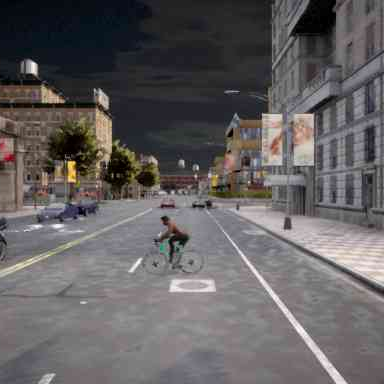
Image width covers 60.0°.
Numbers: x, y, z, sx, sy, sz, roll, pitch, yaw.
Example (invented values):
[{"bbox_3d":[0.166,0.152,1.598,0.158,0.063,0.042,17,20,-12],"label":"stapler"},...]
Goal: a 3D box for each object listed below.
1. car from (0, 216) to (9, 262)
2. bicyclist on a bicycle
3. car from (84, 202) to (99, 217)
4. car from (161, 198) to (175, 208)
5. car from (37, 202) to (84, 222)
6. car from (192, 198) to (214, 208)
[{"bbox_3d":[-7.063,1.564,9.267,1.994,1.385,4.181,0,0,0],"label":"car"},{"bbox_3d":[-0.532,1.454,8.991,1.656,1.620,0.582,-2,0,0],"label":"bicyclist on a bicycle"},{"bbox_3d":[-10.488,1.601,31.960,1.895,1.301,4.718,0,0,0],"label":"car"},{"bbox_3d":[-3.482,1.564,48.301,1.994,1.385,4.181,0,0,-2],"label":"car"},{"bbox_3d":[-10.397,1.526,26.177,1.812,1.442,4.674,0,0,0],"label":"car"},{"bbox_3d":[1.610,1.564,47.797,1.994,1.385,4.181,0,0,24],"label":"car"}]
